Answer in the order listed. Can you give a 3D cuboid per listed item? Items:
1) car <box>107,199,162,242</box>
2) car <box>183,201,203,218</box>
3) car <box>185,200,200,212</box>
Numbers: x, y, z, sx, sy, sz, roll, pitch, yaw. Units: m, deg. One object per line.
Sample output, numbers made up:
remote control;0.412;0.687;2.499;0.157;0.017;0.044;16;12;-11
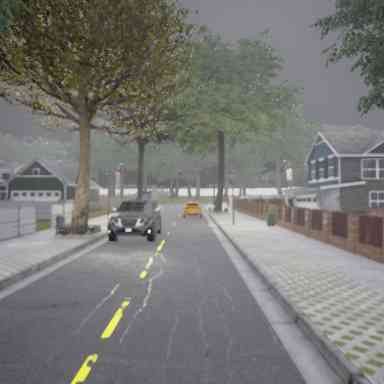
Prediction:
car;-2.862;1.395;17.735;2.150;2.045;5.566;0;-1;0
car;0.071;1.765;34.044;1.882;1.535;5.008;0;0;0
car;0.049;1.865;44.480;1.812;1.442;4.674;0;0;0
